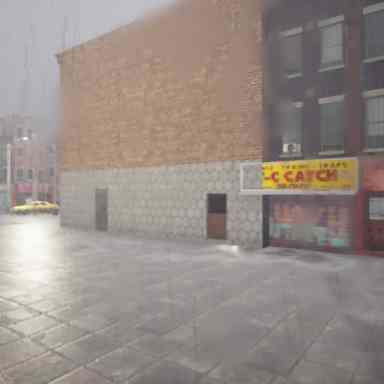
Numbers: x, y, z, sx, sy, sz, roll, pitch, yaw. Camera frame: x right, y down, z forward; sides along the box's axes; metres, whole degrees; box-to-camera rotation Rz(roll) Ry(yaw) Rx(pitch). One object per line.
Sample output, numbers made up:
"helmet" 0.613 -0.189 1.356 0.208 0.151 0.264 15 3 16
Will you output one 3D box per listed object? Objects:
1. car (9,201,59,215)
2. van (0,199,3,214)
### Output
"car" -16.445 1.590 34.886 1.752 1.417 4.829 0 0 36
"van" -19.615 1.409 30.463 1.690 1.788 3.998 0 0 36
